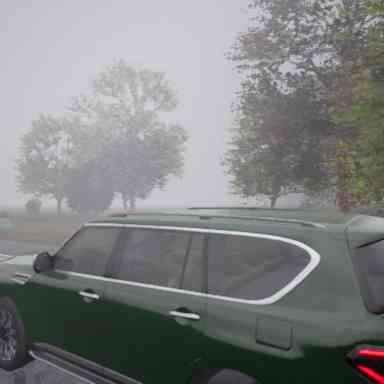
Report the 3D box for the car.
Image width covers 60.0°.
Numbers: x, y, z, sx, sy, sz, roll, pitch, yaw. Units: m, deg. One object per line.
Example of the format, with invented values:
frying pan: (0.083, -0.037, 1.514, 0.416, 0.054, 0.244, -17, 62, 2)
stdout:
car: (-0.338, 1.215, 4.066, 5.566, 2.045, 2.150, 0, 0, 34)
